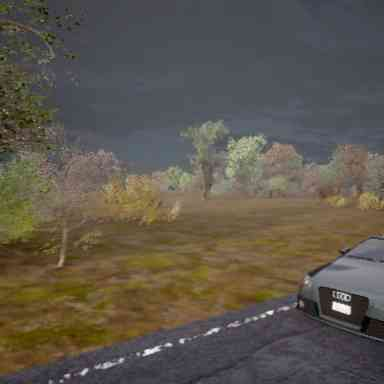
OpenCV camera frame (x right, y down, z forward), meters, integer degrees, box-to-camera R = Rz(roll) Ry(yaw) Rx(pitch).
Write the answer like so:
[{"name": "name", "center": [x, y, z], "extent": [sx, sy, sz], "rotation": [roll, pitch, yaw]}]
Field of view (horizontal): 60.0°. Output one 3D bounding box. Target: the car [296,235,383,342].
[{"name": "car", "center": [3.852, 1.542, 6.126], "extent": [4.181, 1.385, 1.994], "rotation": [0, 0, -36]}]
